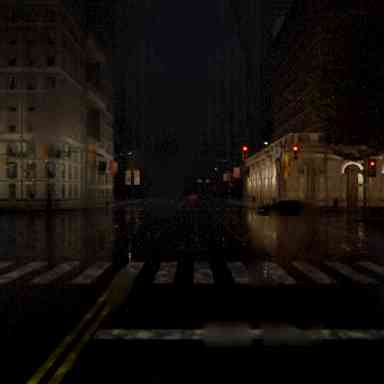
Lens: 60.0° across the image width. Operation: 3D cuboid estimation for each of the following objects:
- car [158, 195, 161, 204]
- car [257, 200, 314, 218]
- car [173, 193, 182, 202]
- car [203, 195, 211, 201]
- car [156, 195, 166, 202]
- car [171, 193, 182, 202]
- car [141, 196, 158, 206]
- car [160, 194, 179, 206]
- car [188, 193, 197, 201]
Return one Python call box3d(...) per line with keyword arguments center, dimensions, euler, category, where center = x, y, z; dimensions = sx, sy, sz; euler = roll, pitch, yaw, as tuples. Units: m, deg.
box3d(center=(-7.051, 1.510, 63.799), dimensions=(1.994, 1.385, 4.181), euler=(0, 0, 2), category="car")
box3d(center=(8.240, 1.482, 29.407), dimensions=(4.892, 1.490, 1.837), euler=(0, 0, 0), category="car")
box3d(center=(-3.534, 1.493, 64.503), dimensions=(2.033, 1.411, 5.357), euler=(0, 0, 2), category="car")
box3d(center=(3.633, 1.399, 78.606), dimensions=(2.033, 1.411, 5.357), euler=(0, 0, 1), category="car")
box3d(center=(-6.909, 1.438, 74.315), dimensions=(1.837, 1.490, 4.892), euler=(0, 0, 1), category="car")
box3d(center=(-3.404, 1.163, 74.878), dimensions=(2.150, 2.045, 5.566), euler=(0, 0, 1), category="car")
box3d(center=(-7.085, 1.459, 54.279), dimensions=(1.837, 1.490, 4.892), euler=(0, 0, 0), category="car")
box3d(center=(-3.584, 1.459, 54.260), dimensions=(1.837, 1.490, 4.892), euler=(0, 0, 1), category="car")
box3d(center=(0.133, 1.214, 78.609), dimensions=(2.097, 1.767, 4.553), euler=(0, 0, 1), category="car")
